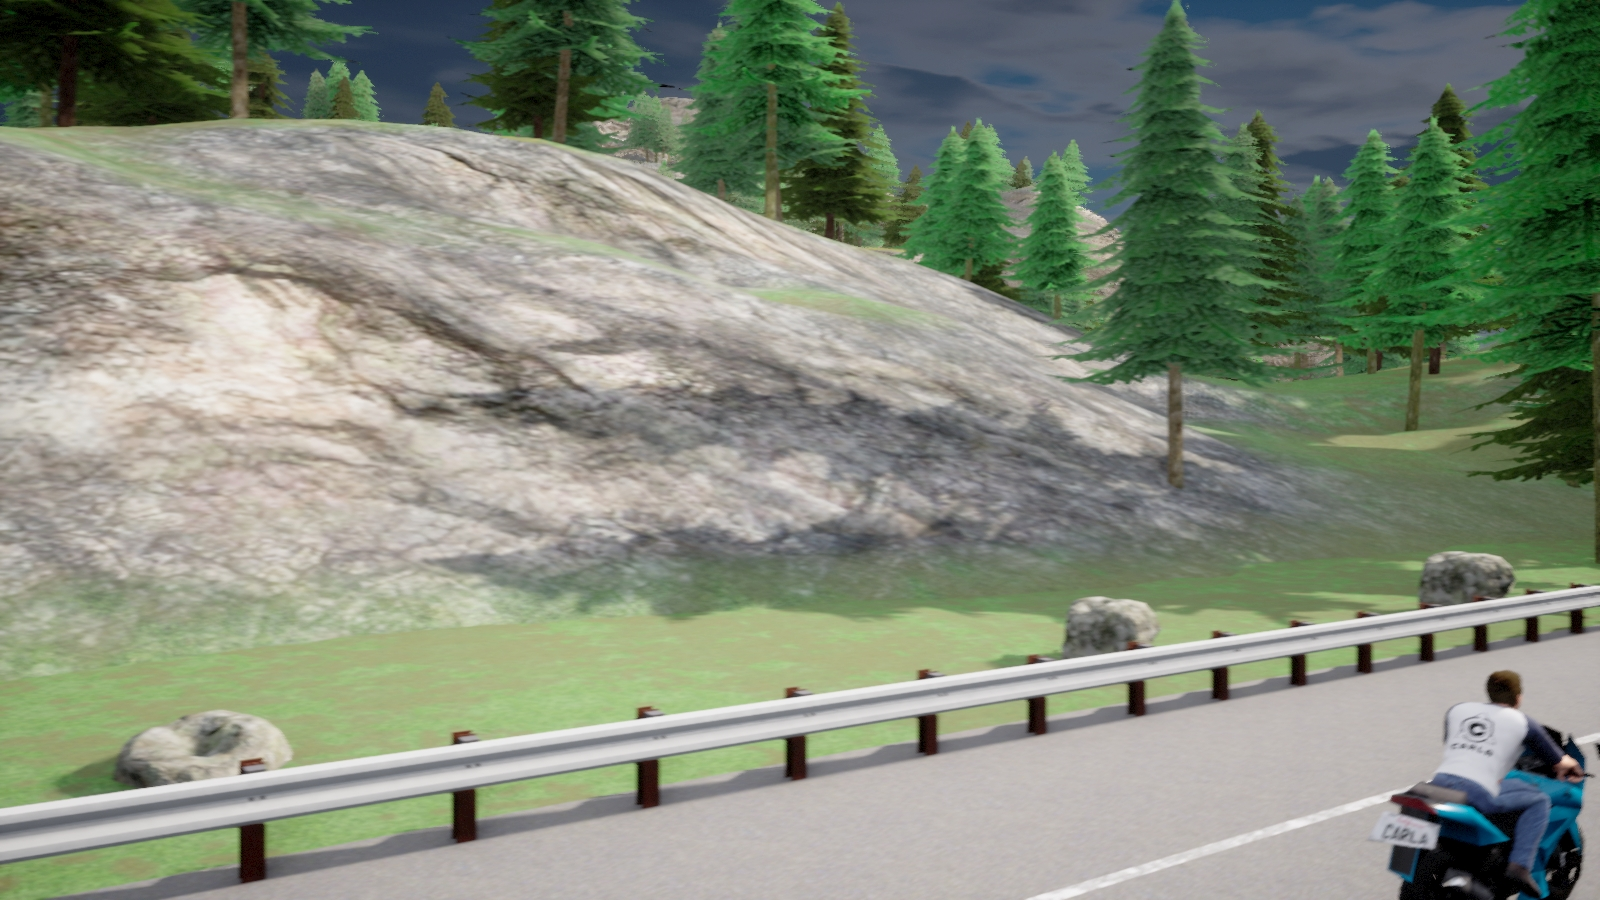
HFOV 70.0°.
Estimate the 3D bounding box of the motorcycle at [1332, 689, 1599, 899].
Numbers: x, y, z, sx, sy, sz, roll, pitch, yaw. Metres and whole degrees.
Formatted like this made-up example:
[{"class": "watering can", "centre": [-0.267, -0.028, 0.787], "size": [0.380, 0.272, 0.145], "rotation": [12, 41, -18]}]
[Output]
[{"class": "motorcycle", "centre": [4.043, 2.176, 6.608], "size": [2.033, 1.217, 0.803], "rotation": [0, 0, -33]}]
